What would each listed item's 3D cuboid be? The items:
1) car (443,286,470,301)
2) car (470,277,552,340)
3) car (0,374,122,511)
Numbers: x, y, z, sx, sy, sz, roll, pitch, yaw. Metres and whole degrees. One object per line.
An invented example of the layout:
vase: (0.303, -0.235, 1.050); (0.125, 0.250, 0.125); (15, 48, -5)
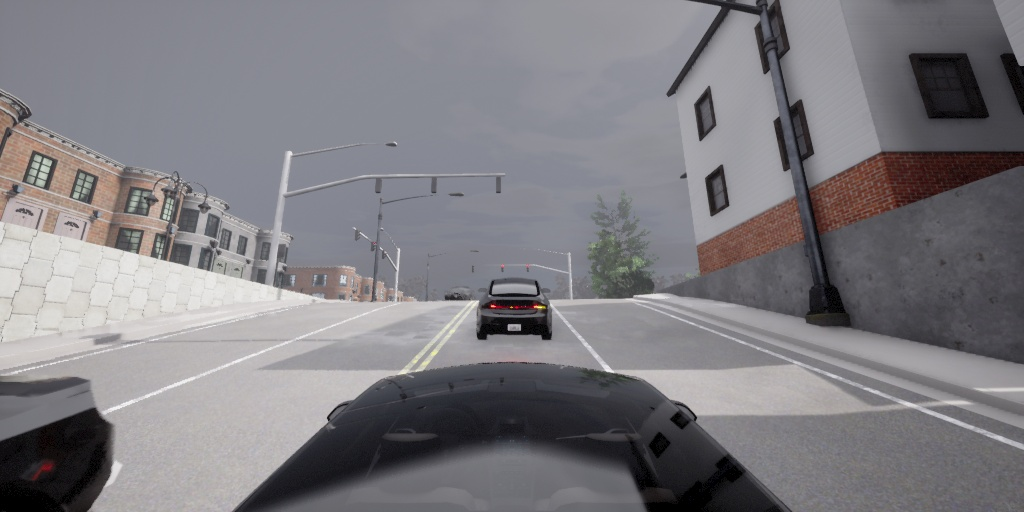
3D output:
car: (-3.638, 2.934, 25.660); (1.837, 1.490, 4.892); (0, -14, 0)
car: (0.065, 1.352, 10.343); (1.837, 1.490, 4.892); (0, 0, 0)
car: (-3.605, 1.264, 0.334); (2.128, 1.511, 4.902); (0, 0, 0)
